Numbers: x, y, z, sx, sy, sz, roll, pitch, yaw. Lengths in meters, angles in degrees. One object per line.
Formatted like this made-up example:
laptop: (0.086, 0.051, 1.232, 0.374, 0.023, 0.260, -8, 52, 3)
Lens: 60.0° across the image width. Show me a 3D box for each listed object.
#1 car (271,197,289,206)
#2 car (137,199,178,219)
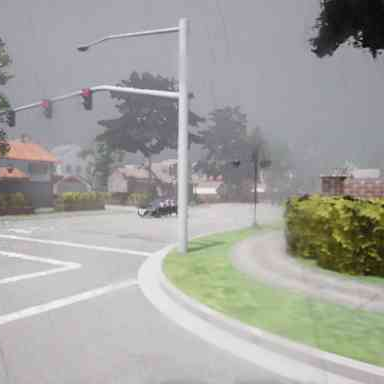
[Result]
car: (13.969, 1.414, 51.312, 2.033, 1.411, 5.357, 1, 0, 36)
car: (-2.512, 1.358, 27.895, 2.128, 1.511, 4.902, 1, 0, 35)
